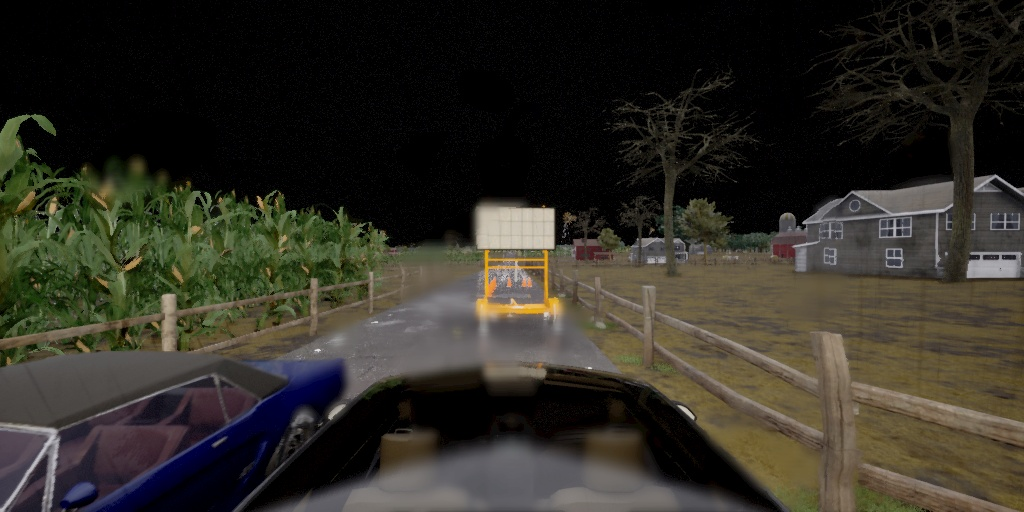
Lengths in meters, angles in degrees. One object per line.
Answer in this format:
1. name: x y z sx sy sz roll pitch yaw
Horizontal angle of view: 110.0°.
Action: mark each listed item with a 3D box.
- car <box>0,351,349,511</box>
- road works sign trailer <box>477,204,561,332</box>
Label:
1. car: -2.748 1.351 1.757 1.895 1.301 4.718 0 0 0
2. road works sign trailer: 0.121 0.227 11.037 2.380 3.560 2.880 0 0 -5
